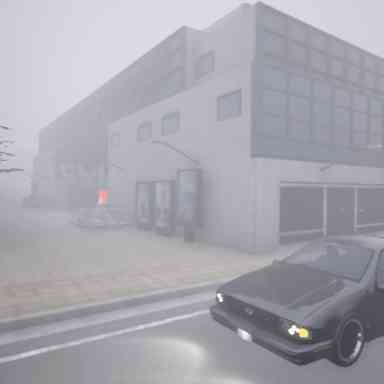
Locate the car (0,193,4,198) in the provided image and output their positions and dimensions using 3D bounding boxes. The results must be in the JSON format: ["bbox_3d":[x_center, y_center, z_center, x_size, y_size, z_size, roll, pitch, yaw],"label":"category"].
[{"bbox_3d":[-40.154,0.552,68.906,1.970,1.475,3.806,0,1,-35],"label":"car"}]

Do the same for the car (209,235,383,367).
[{"bbox_3d":[2.928,1.520,5.877,5.357,1.411,2.033,0,1,-33],"label":"car"}]
